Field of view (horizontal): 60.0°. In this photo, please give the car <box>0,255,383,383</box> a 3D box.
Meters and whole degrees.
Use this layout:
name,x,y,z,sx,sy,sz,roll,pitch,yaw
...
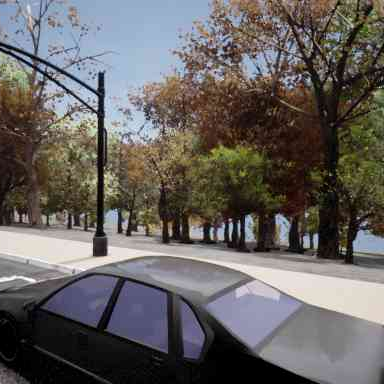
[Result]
name,x,y,z,sx,sy,sz,roll,pitch,yaw
car,-0.528,1.547,4.055,5.357,1.411,2.033,0,0,35
